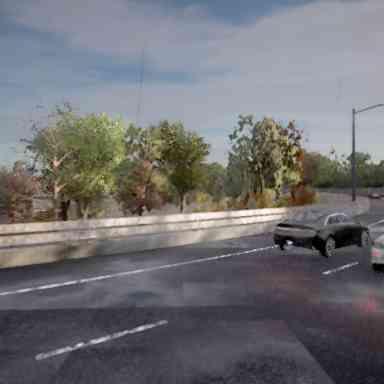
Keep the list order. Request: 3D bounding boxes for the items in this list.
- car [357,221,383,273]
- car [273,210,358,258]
[{"bbox_3d":[6.683,1.490,9.454,4.674,1.442,1.812,0,0,-41],"label":"car"},{"bbox_3d":[5.046,1.456,12.703,4.902,1.511,2.128,0,0,-42],"label":"car"}]
